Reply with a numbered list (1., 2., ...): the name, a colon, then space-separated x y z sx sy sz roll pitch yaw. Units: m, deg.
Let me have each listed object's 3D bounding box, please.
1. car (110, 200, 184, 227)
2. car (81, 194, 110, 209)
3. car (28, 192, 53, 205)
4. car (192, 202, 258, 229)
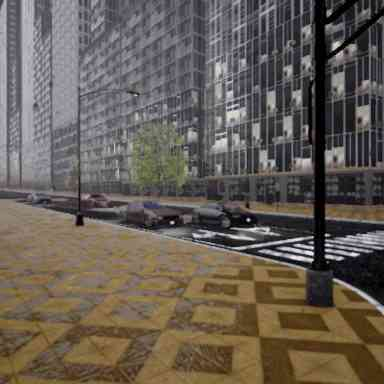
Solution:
1. car: -2.704 1.231 20.218 2.033 1.411 5.357 0 1 -38
2. car: -10.183 0.906 35.056 1.812 1.442 4.674 0 1 -38
3. car: -18.649 0.756 40.691 2.033 1.411 5.357 0 1 -37
4. car: 1.853 1.300 19.675 1.994 1.385 4.181 0 1 -38
